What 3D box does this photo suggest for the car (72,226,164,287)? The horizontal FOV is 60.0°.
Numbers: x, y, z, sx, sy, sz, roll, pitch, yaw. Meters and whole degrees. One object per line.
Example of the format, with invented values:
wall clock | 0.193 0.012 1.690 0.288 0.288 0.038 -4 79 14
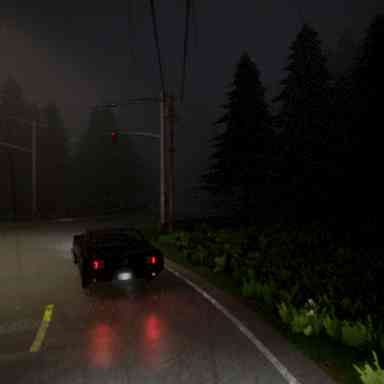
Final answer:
car | -2.399 1.653 9.664 1.895 1.301 4.718 0 0 -23
